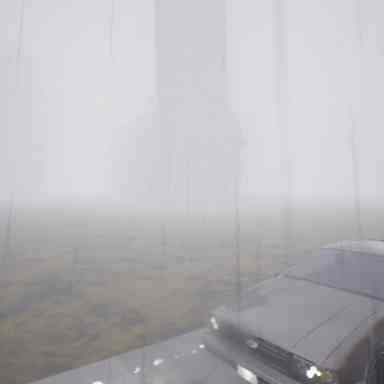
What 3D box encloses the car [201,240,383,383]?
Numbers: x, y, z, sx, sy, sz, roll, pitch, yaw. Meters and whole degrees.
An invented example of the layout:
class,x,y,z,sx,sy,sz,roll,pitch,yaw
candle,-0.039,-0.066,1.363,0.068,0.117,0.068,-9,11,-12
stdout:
class,x,y,z,sx,sy,sz,roll,pitch,yaw
car,2.738,1.495,5.026,5.357,1.411,2.033,-1,0,-36
